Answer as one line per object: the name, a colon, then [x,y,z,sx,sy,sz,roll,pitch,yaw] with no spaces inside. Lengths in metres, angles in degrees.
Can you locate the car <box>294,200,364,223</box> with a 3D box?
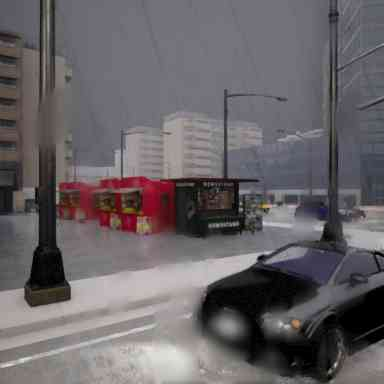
car: [10.291,1.447,25.770,2.097,1.767,4.553,0,-1,-36]

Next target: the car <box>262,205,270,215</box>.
car: [6.424,1.708,37.060,1.882,1.535,5.008,0,-1,-36]

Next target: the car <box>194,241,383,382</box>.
car: [2.088,1.564,5.469,4.181,1.385,1.994,0,0,-35]

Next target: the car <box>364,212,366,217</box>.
car: [12.191,1.661,29.115,2.033,1.411,5.357,0,-1,-36]

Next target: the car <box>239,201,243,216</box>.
car: [3.566,1.450,35.040,2.150,2.045,5.566,0,0,-36]
